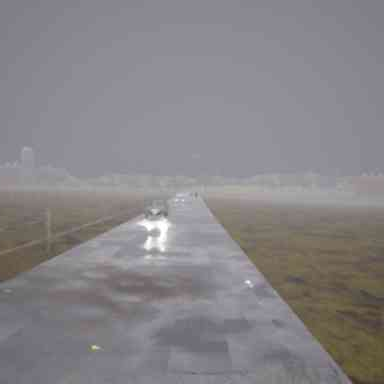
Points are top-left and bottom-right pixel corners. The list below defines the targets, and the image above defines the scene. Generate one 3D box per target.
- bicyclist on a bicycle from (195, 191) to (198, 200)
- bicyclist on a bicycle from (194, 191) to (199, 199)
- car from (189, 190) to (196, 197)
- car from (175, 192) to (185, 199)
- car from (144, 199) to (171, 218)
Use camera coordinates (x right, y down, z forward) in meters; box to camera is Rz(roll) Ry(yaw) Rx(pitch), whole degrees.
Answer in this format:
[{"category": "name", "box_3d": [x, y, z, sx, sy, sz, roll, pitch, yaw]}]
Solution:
[{"category": "bicyclist on a bicycle", "box_3d": [0.890, 0.758, 61.407, 0.659, 1.776, 1.843, 0, 1, 0]}, {"category": "bicyclist on a bicycle", "box_3d": [0.952, 0.652, 71.207, 0.866, 1.612, 1.509, 0, 1, 0]}, {"category": "car", "box_3d": [0.291, 0.506, 85.897, 1.994, 1.385, 4.181, 0, 1, 0]}, {"category": "car", "box_3d": [-2.573, 0.771, 69.118, 1.812, 1.442, 4.674, 0, 1, 0]}, {"category": "car", "box_3d": [-2.827, 1.318, 27.954, 2.128, 1.511, 4.902, 0, 1, 0]}]
